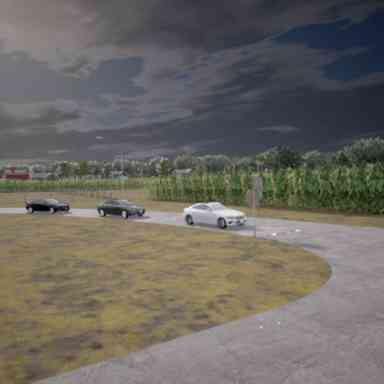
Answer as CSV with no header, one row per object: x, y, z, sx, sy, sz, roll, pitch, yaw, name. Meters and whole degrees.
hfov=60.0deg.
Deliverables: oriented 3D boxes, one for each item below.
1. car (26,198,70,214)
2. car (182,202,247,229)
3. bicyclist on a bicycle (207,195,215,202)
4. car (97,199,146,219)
-14.529,1.340,33.529,5.008,1.535,1.882,0,2,27,car
1.303,1.379,20.949,1.812,1.442,4.674,-3,2,-42,car
1.651,1.092,29.586,0.582,1.620,1.656,1,1,43,bicyclist on a bicycle
-5.995,1.336,27.992,4.892,1.490,1.837,0,2,38,car
